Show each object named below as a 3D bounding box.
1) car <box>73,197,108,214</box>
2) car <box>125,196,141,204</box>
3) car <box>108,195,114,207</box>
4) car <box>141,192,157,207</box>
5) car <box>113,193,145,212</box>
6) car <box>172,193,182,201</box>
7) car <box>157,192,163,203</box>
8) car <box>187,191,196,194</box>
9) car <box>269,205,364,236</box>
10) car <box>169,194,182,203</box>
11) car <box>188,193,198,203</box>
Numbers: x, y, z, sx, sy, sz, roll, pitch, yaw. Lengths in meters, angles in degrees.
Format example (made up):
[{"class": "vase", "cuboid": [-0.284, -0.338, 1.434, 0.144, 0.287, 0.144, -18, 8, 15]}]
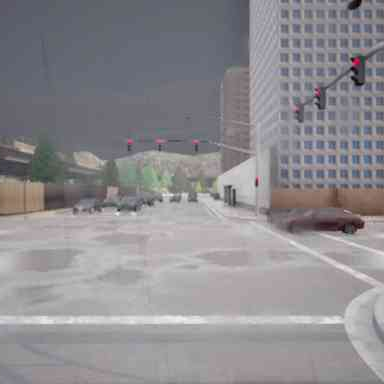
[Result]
[{"class": "car", "cuboid": [-10.532, 1.401, 33.852, 2.128, 1.511, 4.902, 0, 0, 1]}, {"class": "car", "cuboid": [-10.436, 1.441, 59.193, 1.895, 1.301, 4.718, 0, 0, 1]}, {"class": "car", "cuboid": [-10.497, 1.233, 44.367, 2.097, 1.767, 4.553, 0, 0, 0]}, {"class": "car", "cuboid": [-6.965, 1.089, 49.295, 2.150, 2.045, 5.566, 0, 0, 1]}, {"class": "car", "cuboid": [-7.010, 1.251, 37.392, 2.097, 1.767, 4.553, 0, 0, 0]}, {"class": "car", "cuboid": [-3.344, 1.104, 75.070, 1.882, 1.535, 5.008, 0, 0, 0]}, {"class": "car", "cuboid": [-6.870, 1.048, 64.905, 2.150, 2.045, 5.566, 0, 0, 0]}, {"class": "car", "cuboid": [0.156, 0.851, 75.090, 2.150, 2.045, 5.566, 0, 0, 0]}, {"class": "car", "cuboid": [6.862, 1.532, 18.078, 4.674, 1.442, 1.812, 0, 0, -3]}, {"class": "car", "cuboid": [-3.365, 1.427, 64.878, 1.895, 1.301, 4.718, 0, 0, 0]}, {"class": "car", "cuboid": [0.135, 1.426, 64.869, 1.895, 1.301, 4.718, 0, 0, 0]}]
